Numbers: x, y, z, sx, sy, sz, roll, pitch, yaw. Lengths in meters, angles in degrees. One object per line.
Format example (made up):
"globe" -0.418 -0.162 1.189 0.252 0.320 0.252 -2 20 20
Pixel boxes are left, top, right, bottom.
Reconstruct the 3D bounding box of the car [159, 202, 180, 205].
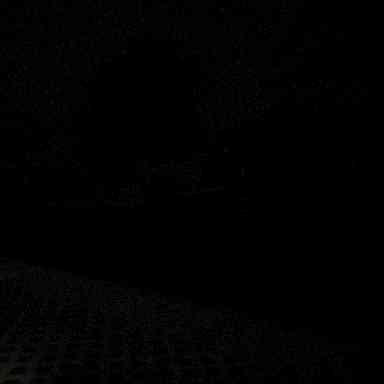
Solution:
"car" -2.900 1.944 37.859 2.097 1.767 4.553 -1 -2 36
